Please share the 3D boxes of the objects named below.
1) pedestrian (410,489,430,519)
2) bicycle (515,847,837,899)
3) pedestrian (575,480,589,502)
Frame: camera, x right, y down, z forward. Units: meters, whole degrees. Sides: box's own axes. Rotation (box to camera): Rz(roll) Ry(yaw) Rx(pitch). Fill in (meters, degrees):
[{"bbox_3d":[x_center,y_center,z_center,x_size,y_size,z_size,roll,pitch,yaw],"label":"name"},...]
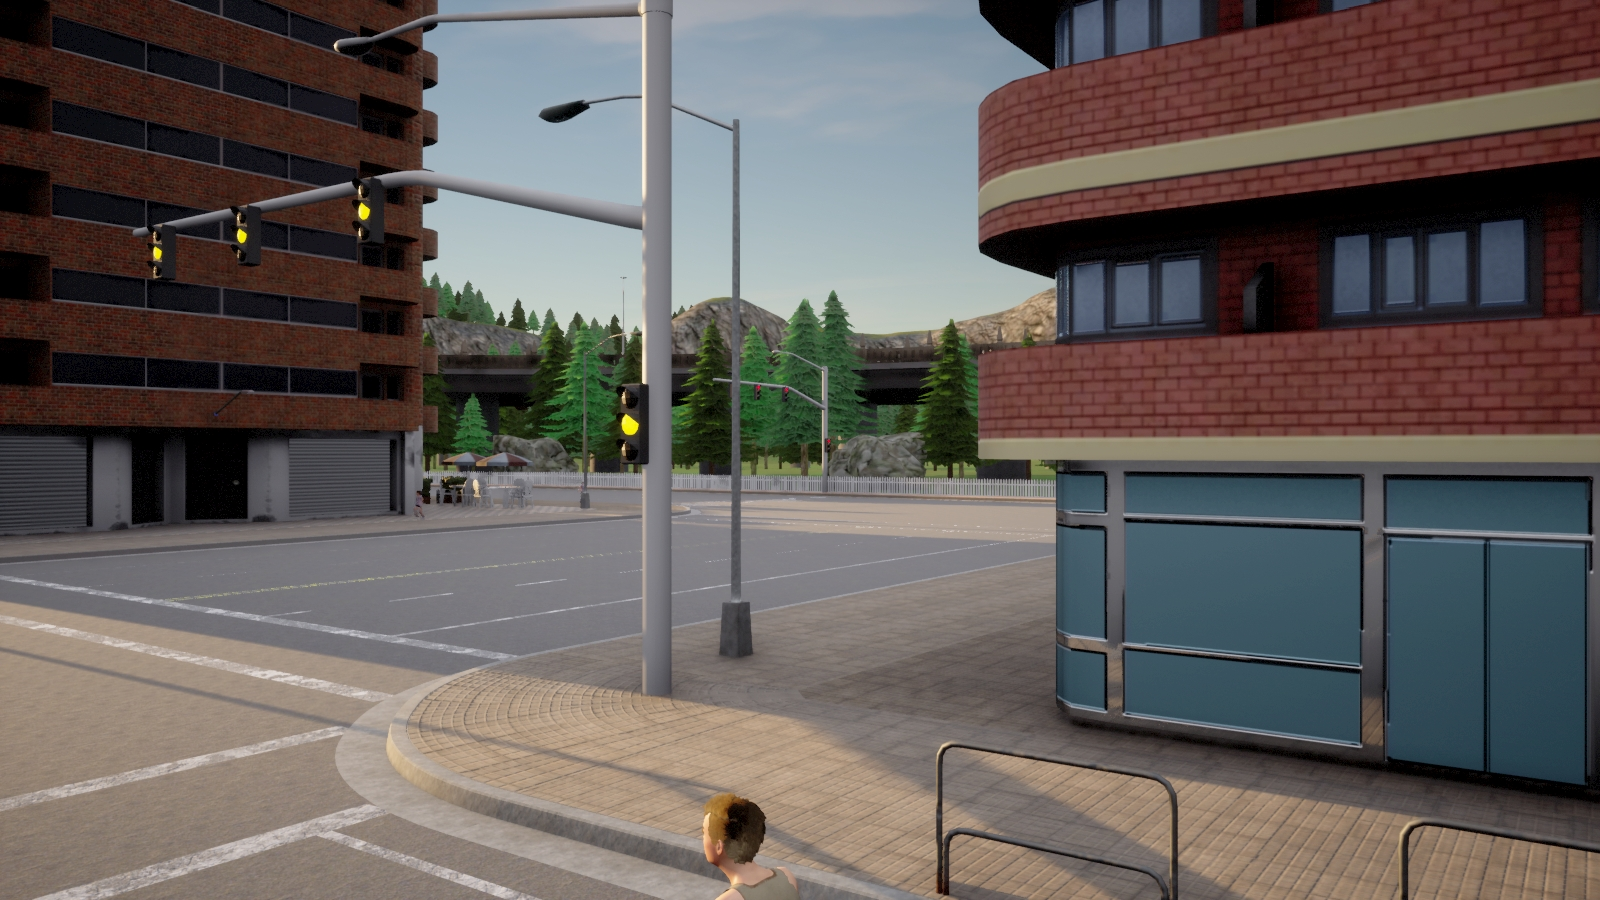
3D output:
[{"bbox_3d":[-14.382,2.042,43.236,0.500,1.100,0.500,0,0,25],"label":"pedestrian"},{"bbox_3d":[-0.301,2.233,4.022,1.487,1.126,0.859,0,0,35],"label":"bicycle"},{"bbox_3d":[-10.748,2.019,56.299,0.500,1.100,0.500,0,0,25],"label":"pedestrian"}]
